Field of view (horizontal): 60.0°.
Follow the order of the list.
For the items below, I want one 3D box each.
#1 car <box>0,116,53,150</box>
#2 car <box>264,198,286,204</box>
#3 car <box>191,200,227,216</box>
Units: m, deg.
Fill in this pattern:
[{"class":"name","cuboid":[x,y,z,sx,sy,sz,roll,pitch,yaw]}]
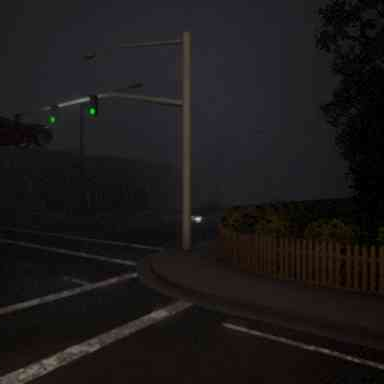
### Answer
[{"class":"car","cuboid":[-7.951,-2.288,13.249,1.812,1.442,4.674,0,14,35]},{"class":"car","cuboid":[11.846,1.603,47.447,2.033,1.411,5.357,0,0,35]},{"class":"car","cuboid":[1.527,1.533,32.961,2.033,1.411,5.357,0,0,35]}]
